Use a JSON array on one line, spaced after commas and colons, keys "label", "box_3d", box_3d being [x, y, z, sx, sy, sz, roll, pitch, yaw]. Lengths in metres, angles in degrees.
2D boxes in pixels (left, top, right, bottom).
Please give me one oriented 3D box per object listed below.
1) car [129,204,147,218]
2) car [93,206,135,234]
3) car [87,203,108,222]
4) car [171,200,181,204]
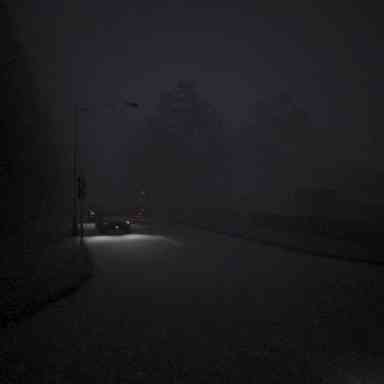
[{"label": "car", "box_3d": [-6.239, 2.081, 36.914, 1.837, 1.490, 4.892, 0, -1, -20]}, {"label": "car", "box_3d": [-5.302, 1.876, 22.125, 1.812, 1.442, 4.674, 0, -1, -20]}, {"label": "car", "box_3d": [-8.769, 1.853, 31.633, 2.097, 1.767, 4.553, 0, -1, -20]}, {"label": "car", "box_3d": [-4.005, 2.472, 76.644, 1.994, 1.381, 4.181, 0, -1, -20]}]
